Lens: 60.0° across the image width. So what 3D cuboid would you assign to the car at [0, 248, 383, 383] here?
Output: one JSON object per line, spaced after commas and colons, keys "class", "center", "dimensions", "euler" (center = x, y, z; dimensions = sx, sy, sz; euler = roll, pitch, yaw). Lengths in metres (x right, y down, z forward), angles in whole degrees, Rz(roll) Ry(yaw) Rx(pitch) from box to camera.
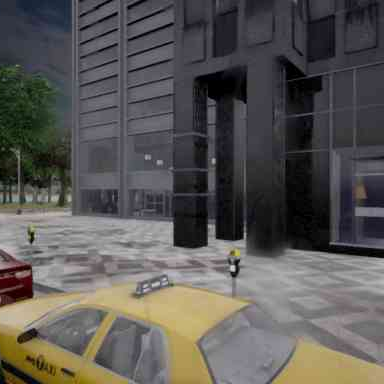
{"class": "car", "center": [-0.591, 1.525, 3.384], "dimensions": [4.829, 1.417, 1.752], "euler": [0, 0, 36]}
